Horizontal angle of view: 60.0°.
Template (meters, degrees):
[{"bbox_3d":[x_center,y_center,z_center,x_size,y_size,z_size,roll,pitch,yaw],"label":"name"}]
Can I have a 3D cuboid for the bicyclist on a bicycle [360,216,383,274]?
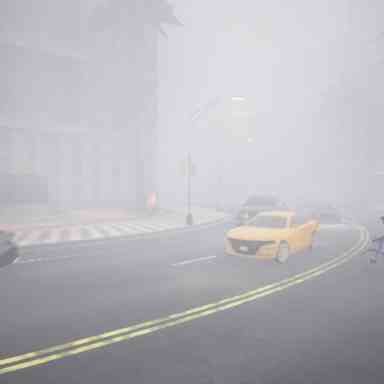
[{"bbox_3d":[5.354,1.453,8.846,1.656,1.620,0.582,-1,0,43],"label":"bicyclist on a bicycle"}]

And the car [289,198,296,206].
[{"bbox_3d":[6.882,1.346,26.895,2.033,1.411,5.357,0,0,12],"label":"car"}]

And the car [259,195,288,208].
[{"bbox_3d":[11.901,1.352,48.684,2.097,1.767,4.553,0,0,-17],"label":"car"}]

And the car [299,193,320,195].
[{"bbox_3d":[16.112,1.221,47.262,2.150,2.045,5.566,0,0,-15],"label":"car"}]

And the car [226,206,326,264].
[{"bbox_3d":[3.115,1.477,12.228,1.882,1.535,5.008,0,0,38],"label":"car"}]

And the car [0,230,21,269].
[{"bbox_3d":[-6.838,1.491,7.939,4.902,1.511,2.128,0,0,-38],"label":"car"}]

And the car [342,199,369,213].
[{"bbox_3d":[17.708,1.491,37.171,2.128,1.511,4.902,0,0,-3],"label":"car"}]

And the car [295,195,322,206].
[{"bbox_3d":[13.967,1.478,39.727,1.882,1.535,5.008,0,0,-6],"label":"car"}]

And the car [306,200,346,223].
[{"bbox_3d":[10.044,1.564,25.285,1.994,1.385,4.181,0,0,15],"label":"car"}]

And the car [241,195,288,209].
[{"bbox_3d":[4.383,1.223,20.487,2.150,2.045,5.566,0,0,23],"label":"car"}]
